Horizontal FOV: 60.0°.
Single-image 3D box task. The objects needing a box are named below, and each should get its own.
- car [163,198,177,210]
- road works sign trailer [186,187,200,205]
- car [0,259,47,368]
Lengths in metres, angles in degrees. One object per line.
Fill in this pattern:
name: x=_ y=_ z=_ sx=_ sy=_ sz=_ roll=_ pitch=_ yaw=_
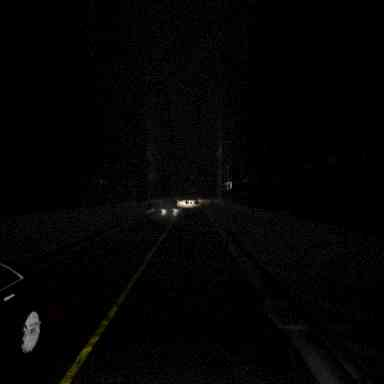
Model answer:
car: x=-3.095 y=1.647 z=47.355 sx=1.882 sy=1.535 sz=5.008 roll=0 pitch=0 yaw=0
road works sign trailer: x=-0.021 y=0.727 z=65.535 sx=2.380 sy=3.560 sz=2.880 roll=0 pitch=0 yaw=0
car: x=-3.101 y=1.513 z=3.166 sx=1.837 sy=1.490 sz=4.892 roll=0 pitch=0 yaw=0
